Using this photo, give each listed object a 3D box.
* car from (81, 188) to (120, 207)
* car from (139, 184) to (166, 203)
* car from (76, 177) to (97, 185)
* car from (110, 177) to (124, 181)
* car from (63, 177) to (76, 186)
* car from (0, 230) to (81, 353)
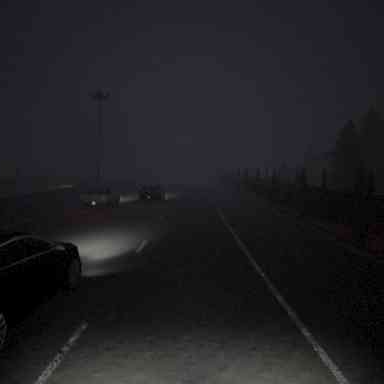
[{"bbox_3d":[-6.889,0.350,25.538,1.895,1.301,4.718,0,4,0],"label":"car"},{"bbox_3d":[-3.386,0.043,28.559,2.128,1.511,4.902,0,4,0],"label":"car"},{"bbox_3d":[-17.515,-1.817,56.842,2.128,1.511,4.902,0,4,1],"label":"car"},{"bbox_3d":[-13.979,-2.094,61.885,2.033,1.411,5.357,0,4,1],"label":"car"},{"bbox_3d":[-20.983,-1.898,58.918,2.033,1.411,5.357,0,4,1],"label":"car"},{"bbox_3d":[-3.404,1.389,5.583,2.128,1.511,4.902,0,2,0],"label":"car"}]
